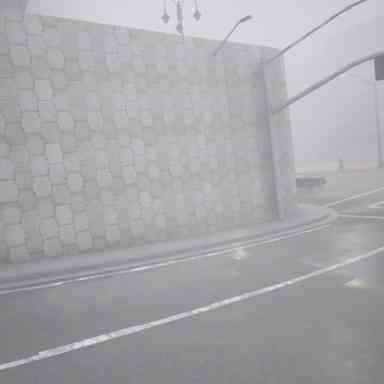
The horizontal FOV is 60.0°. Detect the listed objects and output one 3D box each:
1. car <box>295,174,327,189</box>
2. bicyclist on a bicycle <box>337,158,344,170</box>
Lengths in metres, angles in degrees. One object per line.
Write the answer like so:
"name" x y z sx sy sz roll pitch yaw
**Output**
"car" 10.003 -1.018 30.959 1.895 1.301 4.718 -11 6 -35
"bicyclist on a bicycle" 20.051 -3.826 44.882 1.656 1.620 0.582 -11 6 -35
